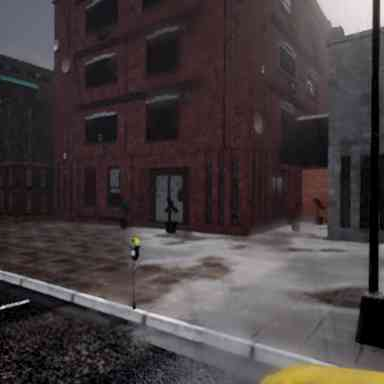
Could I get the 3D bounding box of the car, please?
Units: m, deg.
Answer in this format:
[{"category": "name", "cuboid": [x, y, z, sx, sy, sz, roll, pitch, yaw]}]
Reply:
[{"category": "car", "cuboid": [2.276, 1.526, 1.251, 4.829, 1.417, 1.752, 0, 1, 35]}]
